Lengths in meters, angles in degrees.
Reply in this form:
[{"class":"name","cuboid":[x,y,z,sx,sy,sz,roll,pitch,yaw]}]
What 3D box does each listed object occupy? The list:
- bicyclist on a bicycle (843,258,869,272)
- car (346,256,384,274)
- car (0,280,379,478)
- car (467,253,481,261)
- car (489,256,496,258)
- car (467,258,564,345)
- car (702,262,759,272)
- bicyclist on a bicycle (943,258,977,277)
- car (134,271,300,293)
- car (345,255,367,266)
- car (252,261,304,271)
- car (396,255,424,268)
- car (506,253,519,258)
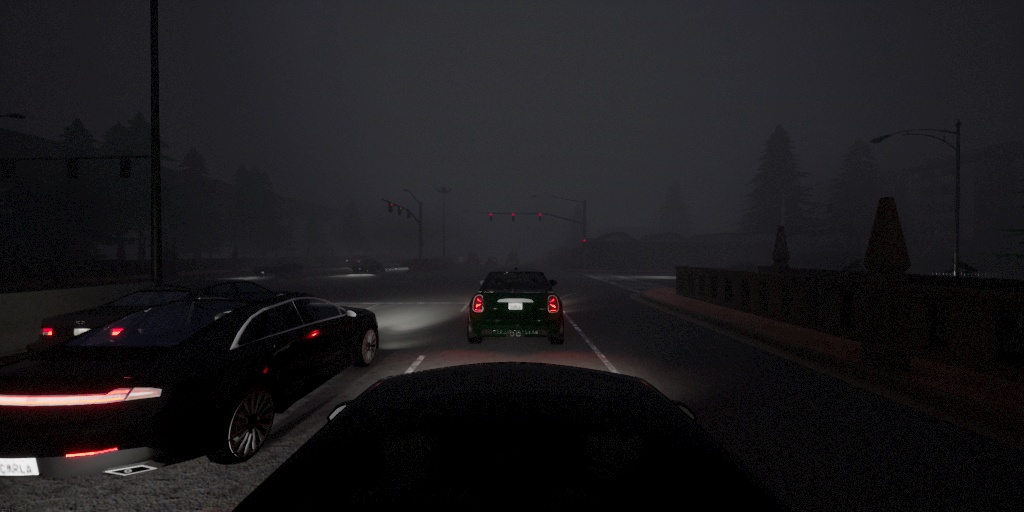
[{"class":"bicyclist on a bicycle","cuboid":[17.868,0.911,18.630,0.582,1.620,1.656,0,1,-14]},{"class":"car","cuboid":[-14.099,1.014,35.186,1.994,1.385,4.181,0,1,0]},{"class":"car","cuboid":[-3.437,1.224,4.908,2.128,1.511,4.902,0,1,0]},{"class":"car","cuboid":[-6.914,0.385,64.912,2.150,2.045,5.566,0,1,0]},{"class":"car","cuboid":[-3.402,0.756,60.313,2.033,1.411,5.357,0,1,0]},{"class":"car","cuboid":[0.142,1.048,9.570,2.097,1.767,4.553,0,1,2]},{"class":"car","cuboid":[18.066,1.108,29.328,4.718,1.301,1.895,0,1,2]},{"class":"bicyclist on a bicycle","cuboid":[22.202,0.919,17.779,0.582,1.620,1.656,0,0,-35]},{"class":"car","cuboid":[-6.921,1.251,8.294,2.033,1.411,5.357,0,1,0]},{"class":"car","cuboid":[-21.096,0.666,49.366,2.097,1.767,4.553,0,1,0]},{"class":"car","cuboid":[-21.101,1.076,32.569,1.895,1.301,4.718,0,1,0]},{"class":"car","cuboid":[-14.098,0.911,49.775,1.895,1.301,4.718,0,1,0]},{"class":"car","cuboid":[0.097,0.386,64.890,2.150,2.045,5.566,0,1,0]}]
